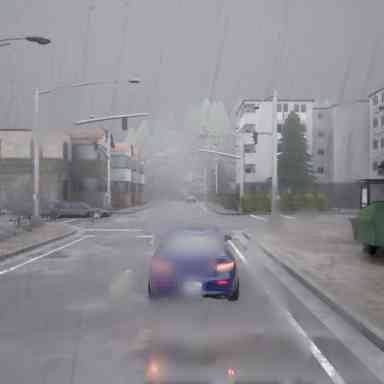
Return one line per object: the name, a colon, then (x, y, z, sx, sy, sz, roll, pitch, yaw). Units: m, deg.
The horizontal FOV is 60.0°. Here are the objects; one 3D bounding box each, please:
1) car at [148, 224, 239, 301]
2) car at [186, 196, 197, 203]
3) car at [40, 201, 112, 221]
car: (0.042, 1.526, 8.207, 1.812, 1.442, 4.674, 0, 0, 0)
car: (-0.127, 1.526, 66.849, 1.812, 1.442, 4.674, 0, 0, 0)
car: (-8.753, 1.383, 24.926, 5.357, 1.411, 2.033, 0, 0, -9)
